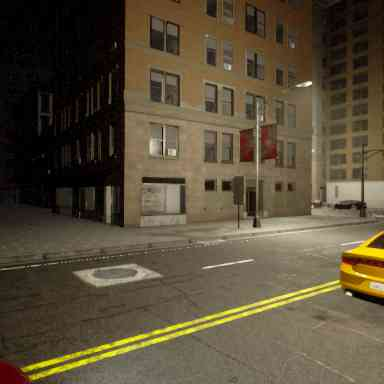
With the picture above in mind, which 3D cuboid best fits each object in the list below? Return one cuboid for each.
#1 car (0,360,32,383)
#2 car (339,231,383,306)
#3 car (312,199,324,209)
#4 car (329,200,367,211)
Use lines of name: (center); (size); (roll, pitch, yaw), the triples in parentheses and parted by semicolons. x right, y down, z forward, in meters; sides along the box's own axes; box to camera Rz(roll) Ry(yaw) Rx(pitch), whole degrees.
car: (-3.101, 1.526, 1.223); (4.674, 1.442, 1.812); (0, 0, -36)
car: (5.222, 1.478, 7.183); (5.008, 1.535, 1.882); (0, 0, -35)
car: (15.578, 1.582, 44.937); (2.008, 1.369, 4.403); (0, 0, -35)
car: (18.854, 1.596, 40.319); (1.947, 1.339, 4.313); (0, 0, -35)
